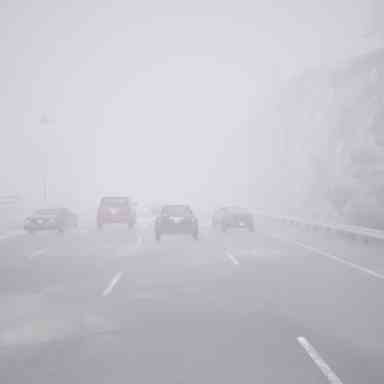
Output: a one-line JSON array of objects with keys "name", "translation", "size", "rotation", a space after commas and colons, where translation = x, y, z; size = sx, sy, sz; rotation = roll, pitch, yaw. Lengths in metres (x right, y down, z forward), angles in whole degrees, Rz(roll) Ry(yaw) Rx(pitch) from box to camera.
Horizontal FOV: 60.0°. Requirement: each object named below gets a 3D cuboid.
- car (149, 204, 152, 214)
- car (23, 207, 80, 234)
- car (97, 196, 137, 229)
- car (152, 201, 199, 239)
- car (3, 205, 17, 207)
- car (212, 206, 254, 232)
[{"name": "car", "translation": [-3.582, 1.637, 36.104], "size": [1.895, 1.301, 4.718], "rotation": [0, 0, -11]}, {"name": "car", "translation": [-8.094, 1.581, 19.597], "size": [2.033, 1.411, 5.357], "rotation": [0, 0, -6]}, {"name": "car", "translation": [-4.862, 1.249, 21.933], "size": [2.150, 2.045, 5.566], "rotation": [0, 0, -7]}, {"name": "car", "translation": [-0.900, 1.368, 17.634], "size": [2.097, 1.767, 4.553], "rotation": [0, 0, -5]}, {"name": "car", "translation": [-23.154, 1.309, 42.600], "size": [2.150, 2.045, 5.566], "rotation": [0, 0, -14]}, {"name": "car", "translation": [2.390, 1.536, 19.938], "size": [1.812, 1.442, 4.674], "rotation": [0, 0, -6]}]
